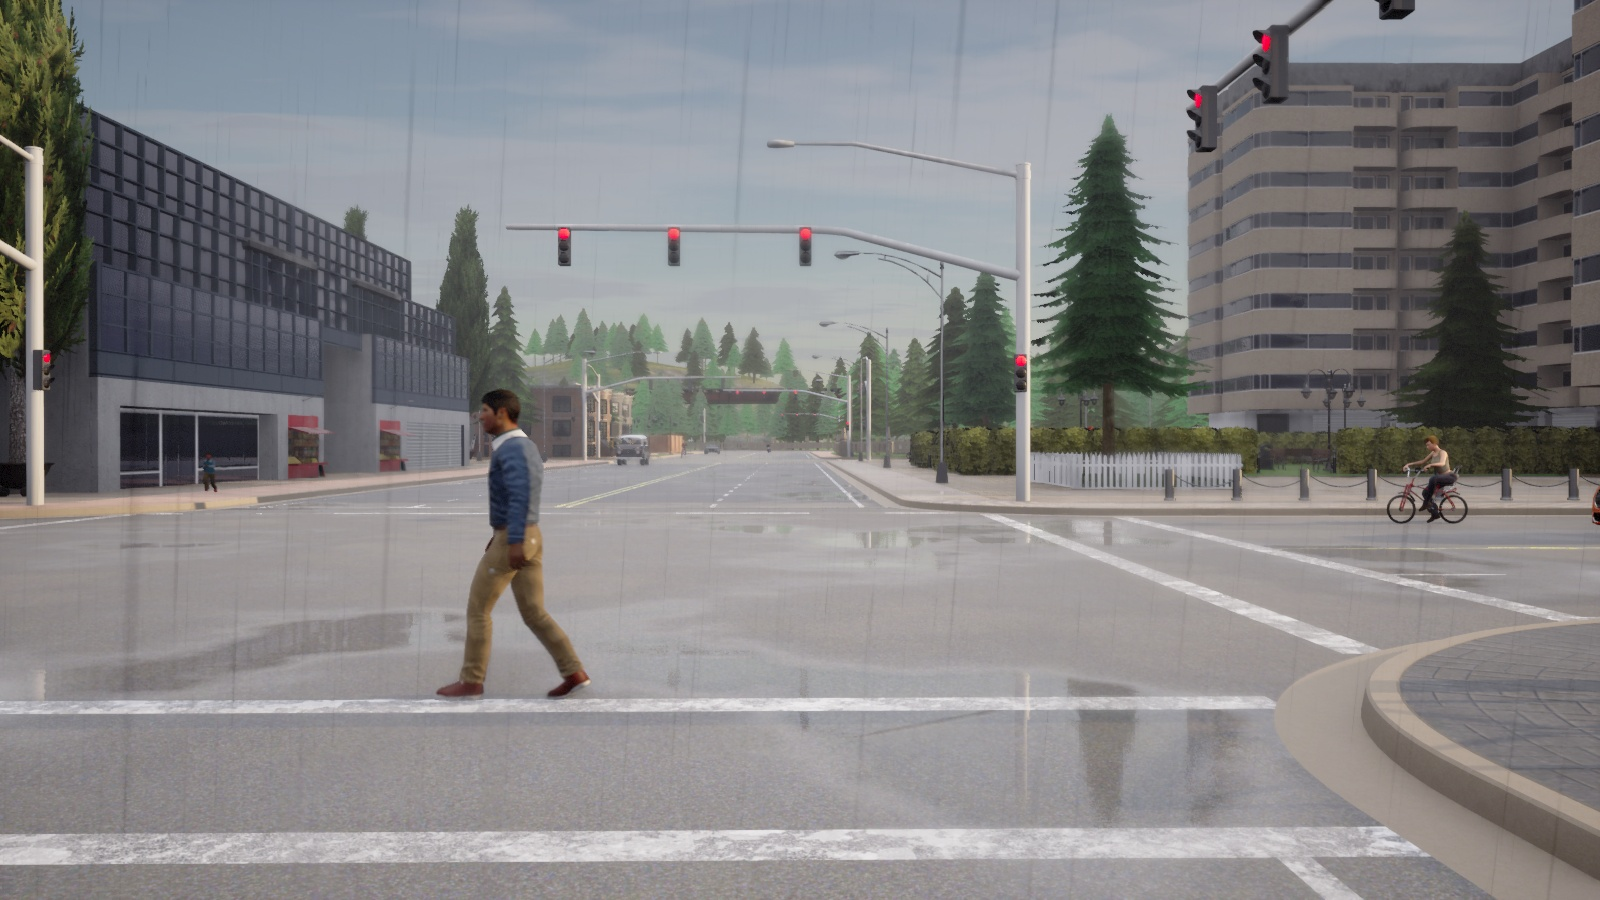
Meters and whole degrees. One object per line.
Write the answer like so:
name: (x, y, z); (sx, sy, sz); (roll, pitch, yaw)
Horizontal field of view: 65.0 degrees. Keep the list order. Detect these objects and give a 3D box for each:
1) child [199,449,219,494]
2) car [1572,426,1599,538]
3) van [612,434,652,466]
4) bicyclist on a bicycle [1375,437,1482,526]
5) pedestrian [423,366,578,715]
child: (-15.894, 0.582, 33.779); (0.343, 1.192, 0.448); (0, 0, -3)
car: (14.889, 0.507, 19.479); (4.553, 1.767, 2.097); (0, 0, 0)
van: (-11.121, -0.010, 83.468); (2.069, 2.038, 4.480); (0, 0, 0)
bicyclist on a bicycle: (11.464, 0.563, 22.946); (1.509, 1.612, 0.866); (0, 0, 0)
pedestrian: (-1.714, 0.505, 7.238); (0.788, 1.949, 0.423); (0, 0, 2)
